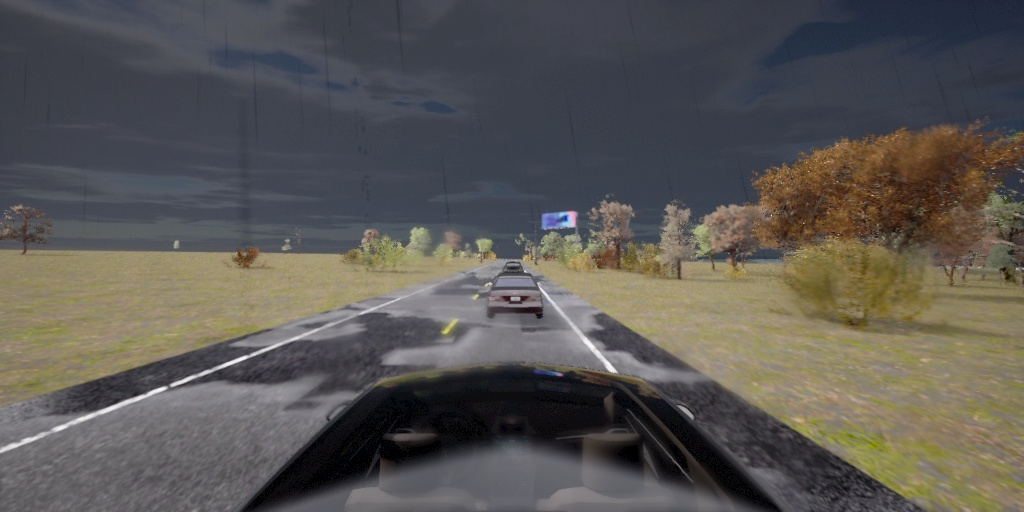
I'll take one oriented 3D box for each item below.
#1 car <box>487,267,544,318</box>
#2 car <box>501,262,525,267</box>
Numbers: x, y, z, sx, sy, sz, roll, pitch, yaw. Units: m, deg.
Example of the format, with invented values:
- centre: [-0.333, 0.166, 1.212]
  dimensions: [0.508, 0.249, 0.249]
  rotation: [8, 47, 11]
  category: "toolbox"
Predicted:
- centre: [0.102, 1.301, 13.018]
  dimensions: [2.033, 1.411, 5.357]
  rotation: [0, 0, 0]
  category: "car"
- centre: [0.107, 1.268, 32.313]
  dimensions: [1.837, 1.490, 4.892]
  rotation: [0, 0, 0]
  category: "car"
